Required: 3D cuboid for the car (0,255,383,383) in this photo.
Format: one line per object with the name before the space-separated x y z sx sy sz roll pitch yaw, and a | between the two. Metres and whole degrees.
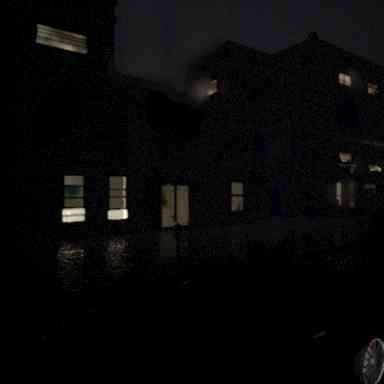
car | 0.483 1.531 3.707 4.674 1.442 1.812 0 0 -36
